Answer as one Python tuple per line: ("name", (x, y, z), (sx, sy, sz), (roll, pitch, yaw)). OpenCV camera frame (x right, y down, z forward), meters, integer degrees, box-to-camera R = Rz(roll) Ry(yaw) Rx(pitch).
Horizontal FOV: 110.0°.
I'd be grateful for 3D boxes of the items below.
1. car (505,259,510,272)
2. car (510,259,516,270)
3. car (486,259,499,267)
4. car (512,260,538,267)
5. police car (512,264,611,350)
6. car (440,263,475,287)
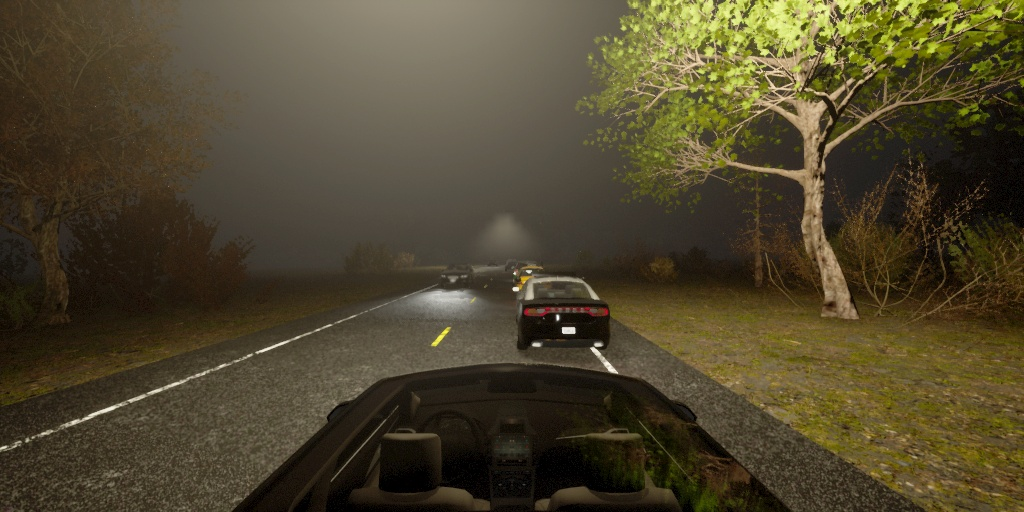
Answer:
("car", (0.026, 1.283, 47.379), (1.812, 1.442, 4.674), (0, 0, 1))
("car", (1.049, 1.106, 25.092), (2.097, 1.767, 4.553), (0, 0, 0))
("car", (-3.502, 1.265, 65.066), (1.837, 1.490, 4.892), (0, 0, 0))
("car", (1.049, 1.209, 19.312), (1.801, 1.575, 5.366), (0, 0, 0))
("police car", (1.050, 1.177, 9.230), (1.930, 1.638, 5.238), (0, 0, 0))
("car", (-3.601, 1.247, 24.303), (2.128, 1.511, 4.902), (0, 0, 0))
